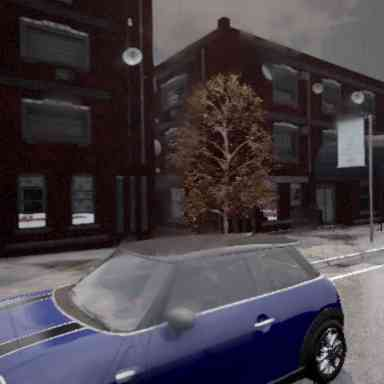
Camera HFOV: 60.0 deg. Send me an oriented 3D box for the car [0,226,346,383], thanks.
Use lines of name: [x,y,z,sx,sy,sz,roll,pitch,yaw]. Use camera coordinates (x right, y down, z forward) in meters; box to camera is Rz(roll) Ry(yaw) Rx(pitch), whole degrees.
car: [-0.298,1.352,3.780,4.553,1.767,2.097,0,0,-36]
